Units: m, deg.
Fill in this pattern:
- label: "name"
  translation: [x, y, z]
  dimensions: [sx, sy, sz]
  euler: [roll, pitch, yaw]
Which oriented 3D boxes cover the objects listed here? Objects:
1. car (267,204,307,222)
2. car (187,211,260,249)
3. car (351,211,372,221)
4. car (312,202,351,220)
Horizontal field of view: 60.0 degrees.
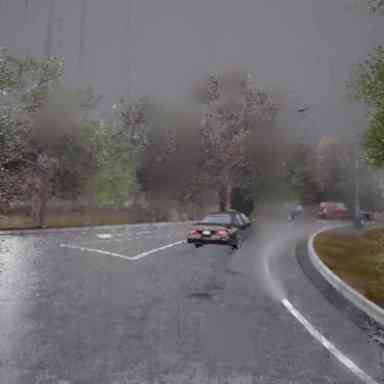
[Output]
- label: "car"
  translation: [8.616, 1.838, 29.830]
  dimensions: [1.837, 1.490, 4.892]
  euler: [-1, -3, 44]
- label: "car"
  translation: [1.578, 1.566, 14.692]
  dimensions: [2.033, 1.411, 5.357]
  euler: [-1, 0, 24]
- label: "car"
  translation: [22.530, 3.181, 44.549]
  dimensions: [1.994, 1.385, 4.181]
  euler: [-1, -5, 44]
- label: "car"
  translation: [15.352, 2.063, 36.967]
  dimensions: [2.150, 2.045, 5.566]
  euler: [-1, -4, 43]
